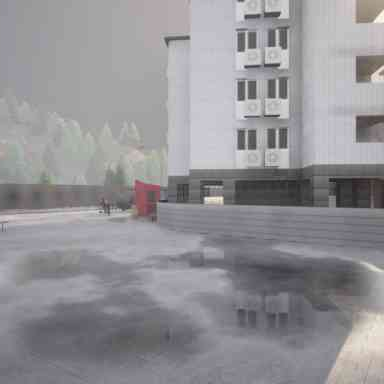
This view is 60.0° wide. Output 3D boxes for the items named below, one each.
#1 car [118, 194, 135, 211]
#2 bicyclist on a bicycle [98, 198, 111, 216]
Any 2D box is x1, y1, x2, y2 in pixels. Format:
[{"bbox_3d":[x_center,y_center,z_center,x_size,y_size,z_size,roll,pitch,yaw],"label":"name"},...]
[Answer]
[{"bbox_3d":[-6.172,1.221,39.313,2.150,2.045,5.566,0,0,36],"label":"car"},{"bbox_3d":[-7.837,1.348,29.750,1.656,1.620,0.582,0,0,36],"label":"bicyclist on a bicycle"}]
